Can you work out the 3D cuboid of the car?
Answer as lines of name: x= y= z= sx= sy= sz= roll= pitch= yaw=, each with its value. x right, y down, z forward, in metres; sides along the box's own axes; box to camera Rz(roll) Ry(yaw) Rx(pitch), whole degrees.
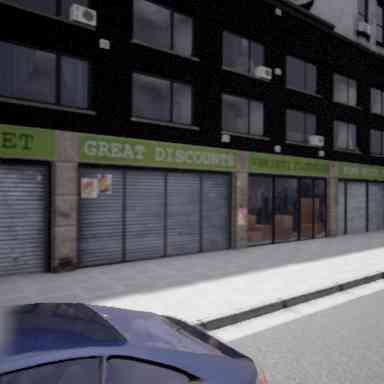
car: x=-1.397 y=1.564 z=2.066 sx=4.181 sy=1.385 sz=1.994 roll=0 pitch=0 yaw=-36
